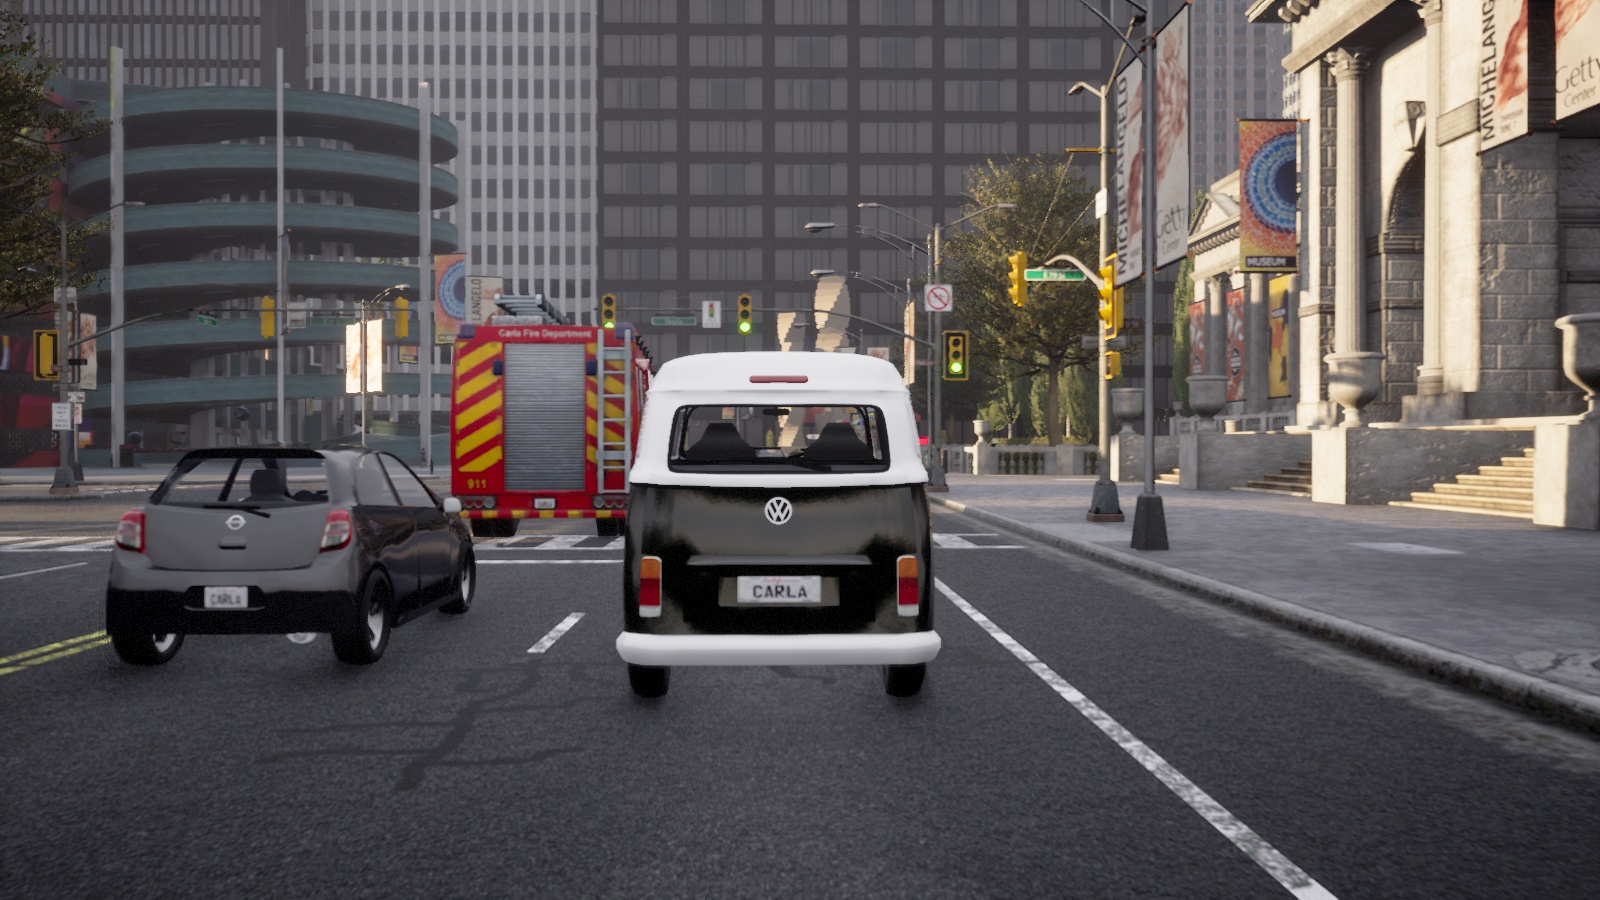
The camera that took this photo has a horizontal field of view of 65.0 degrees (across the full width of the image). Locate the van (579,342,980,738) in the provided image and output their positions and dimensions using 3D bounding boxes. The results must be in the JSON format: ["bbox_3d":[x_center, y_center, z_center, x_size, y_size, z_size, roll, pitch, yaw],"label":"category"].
[{"bbox_3d":[-0.155,0.440,8.732,2.069,2.038,4.480,0,1,-1],"label":"van"}]

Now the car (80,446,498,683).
[{"bbox_3d":[-3.680,0.720,9.793,1.845,1.501,3.633,0,0,-1],"label":"car"}]

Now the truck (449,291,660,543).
[{"bbox_3d":[-4.216,-0.511,23.419,2.891,3.827,8.468,0,0,-4],"label":"truck"}]
